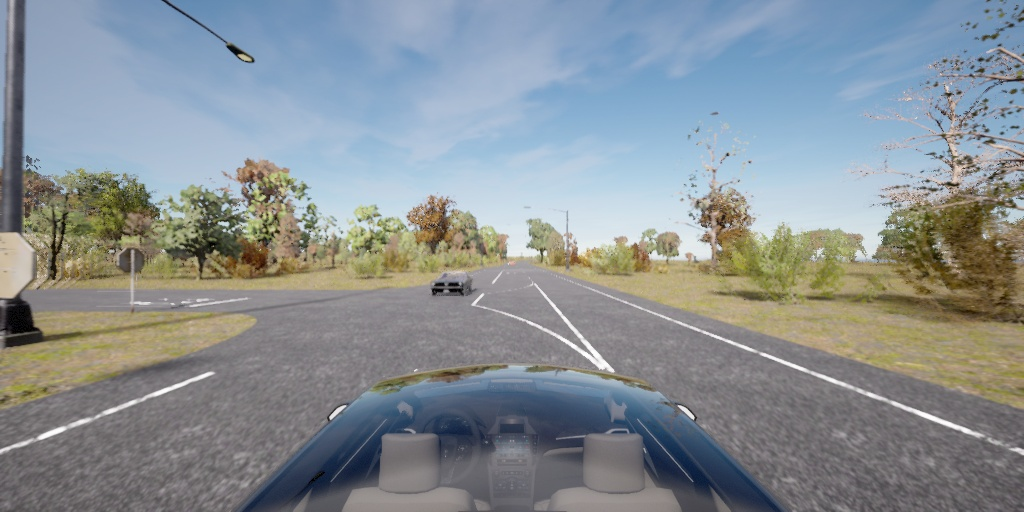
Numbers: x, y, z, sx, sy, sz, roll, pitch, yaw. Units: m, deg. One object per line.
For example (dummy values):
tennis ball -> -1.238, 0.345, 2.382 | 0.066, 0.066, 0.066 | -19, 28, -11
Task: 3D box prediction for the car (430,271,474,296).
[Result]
car -> -3.415, 1.560, 20.933 | 1.895, 1.301, 4.718 | 0, -1, 0
